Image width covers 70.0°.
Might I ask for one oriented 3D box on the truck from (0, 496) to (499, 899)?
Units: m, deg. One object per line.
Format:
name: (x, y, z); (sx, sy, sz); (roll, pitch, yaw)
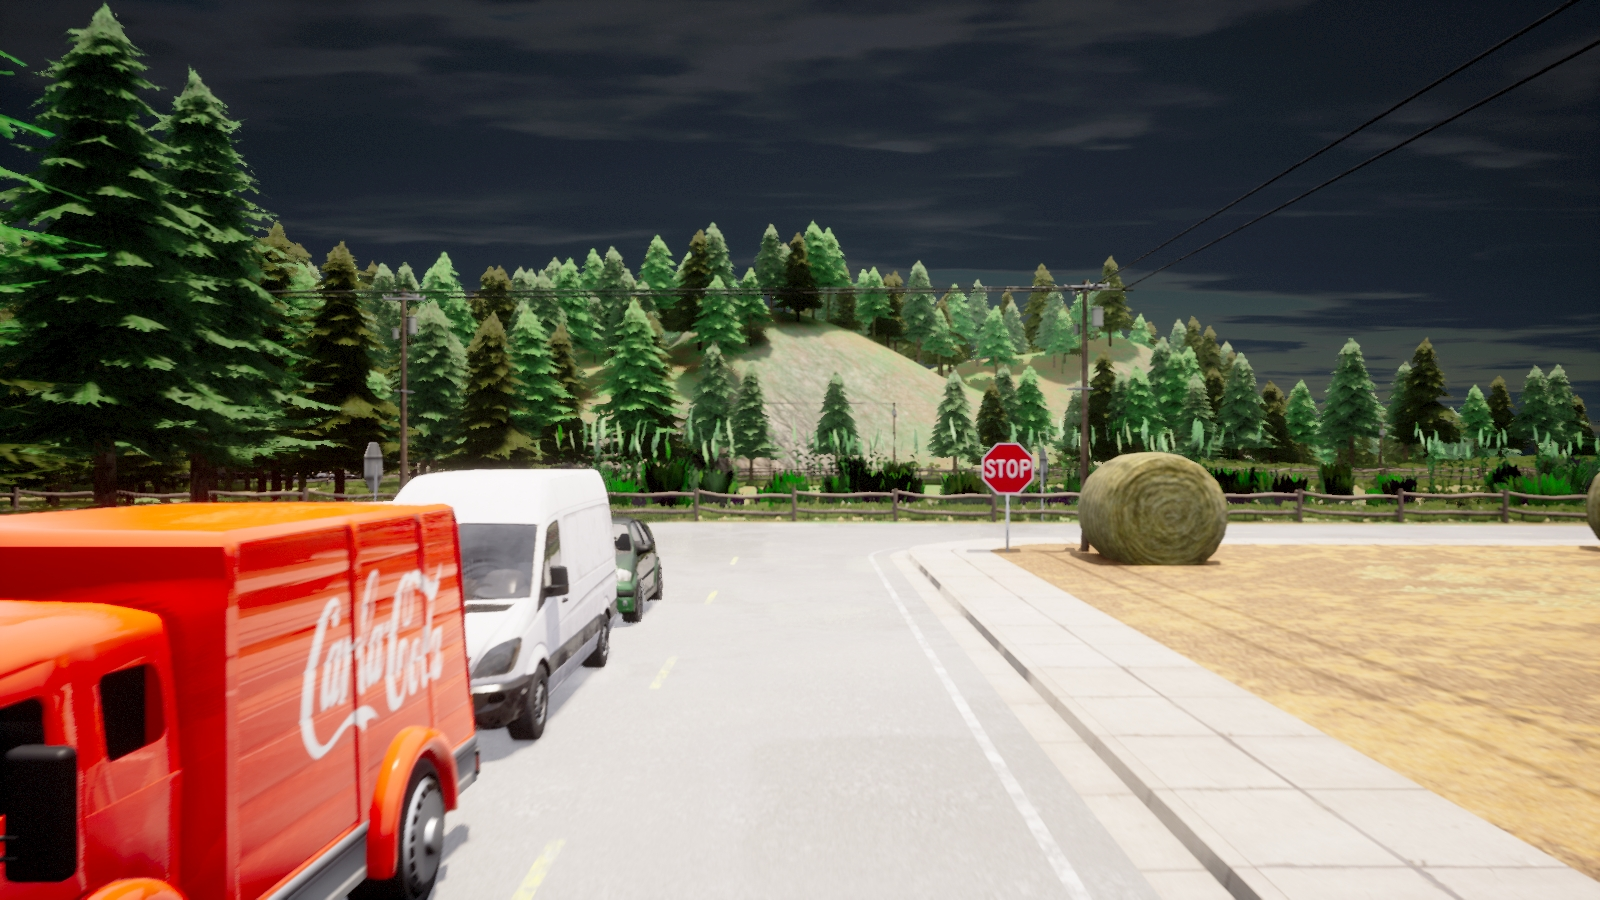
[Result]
truck: (-3.507, 1.568, 5.723); (2.627, 2.467, 5.204); (0, 0, 0)

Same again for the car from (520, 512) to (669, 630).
car: (-3.443, 2.000, 19.860); (1.851, 1.617, 3.988); (0, 0, 0)

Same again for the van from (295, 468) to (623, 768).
van: (-3.479, 1.535, 13.073); (1.988, 2.561, 5.915); (0, 0, 0)
